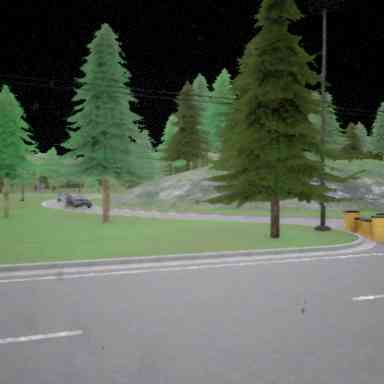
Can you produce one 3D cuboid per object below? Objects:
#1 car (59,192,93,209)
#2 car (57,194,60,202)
[{"bbox_3d":[-12.588,1.071,36.634,2.033,1.411,5.357,0,1,-35],"label":"car"},{"bbox_3d":[-19.998,0.822,52.232,2.128,1.511,4.902,0,1,-15],"label":"car"}]
